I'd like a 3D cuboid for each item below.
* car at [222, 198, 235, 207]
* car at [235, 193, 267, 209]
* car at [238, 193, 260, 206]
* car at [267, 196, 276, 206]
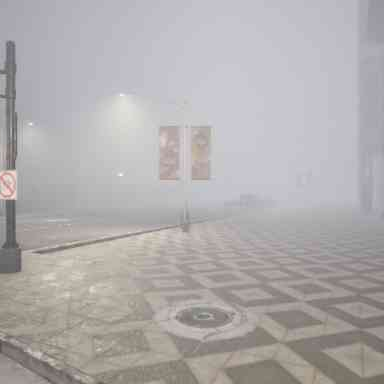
[{"bbox_3d":[6.106,1.570,49.063,1.895,1.301,4.718,0,0,27],"label":"car"},{"bbox_3d":[8.159,1.189,45.846,2.150,2.045,5.566,0,0,26],"label":"car"},{"bbox_3d":[9.762,1.183,56.630,2.150,2.045,5.566,0,0,26],"label":"car"},{"bbox_3d":[12.671,1.449,55.178,2.128,1.511,4.902,0,0,26],"label":"car"}]
